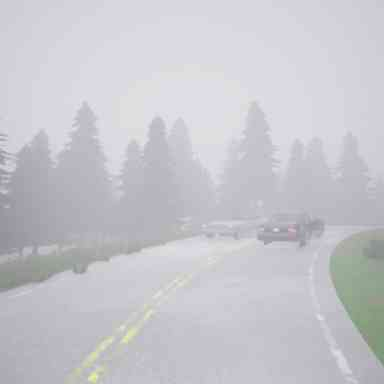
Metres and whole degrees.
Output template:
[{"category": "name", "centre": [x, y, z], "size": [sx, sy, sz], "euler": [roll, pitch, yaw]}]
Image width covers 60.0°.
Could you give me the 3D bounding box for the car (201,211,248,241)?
[{"category": "car", "centre": [2.416, 1.735, 17.860], "size": [1.895, 1.301, 4.718], "euler": [-3, -2, 34]}]

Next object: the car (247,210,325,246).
[{"category": "car", "centre": [4.693, 1.555, 15.373], "size": [2.033, 1.411, 5.357], "euler": [-3, -1, 32]}]
